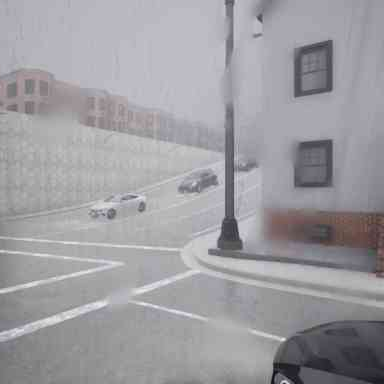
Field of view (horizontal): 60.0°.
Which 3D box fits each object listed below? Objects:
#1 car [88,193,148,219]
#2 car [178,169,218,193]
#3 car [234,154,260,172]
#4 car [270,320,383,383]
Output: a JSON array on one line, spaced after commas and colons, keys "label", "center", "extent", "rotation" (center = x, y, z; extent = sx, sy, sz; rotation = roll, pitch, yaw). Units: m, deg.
[{"label": "car", "center": [-5.057, 0.864, 23.298], "extent": [1.812, 1.442, 4.674], "rotation": [0, 7, 35]}, {"label": "car", "center": [0.565, -1.125, 31.326], "extent": [2.097, 1.767, 4.553], "rotation": [0, 13, 34]}, {"label": "car", "center": [6.242, -3.501, 39.338], "extent": [2.097, 1.767, 4.553], "rotation": [0, 14, 35]}, {"label": "car", "center": [2.789, 1.526, 1.981], "extent": [4.674, 1.442, 1.812], "rotation": [0, 0, 36]}]
